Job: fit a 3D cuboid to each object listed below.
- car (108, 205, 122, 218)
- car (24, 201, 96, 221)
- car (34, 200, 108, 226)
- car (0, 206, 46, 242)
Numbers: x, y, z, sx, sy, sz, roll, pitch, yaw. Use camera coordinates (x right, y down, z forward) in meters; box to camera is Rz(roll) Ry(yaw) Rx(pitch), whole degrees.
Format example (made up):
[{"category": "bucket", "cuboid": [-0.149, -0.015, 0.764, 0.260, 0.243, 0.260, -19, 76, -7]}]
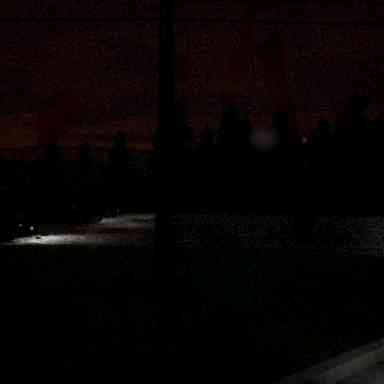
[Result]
[{"category": "car", "cuboid": [-8.768, 1.450, 29.664, 5.008, 1.535, 1.882, 0, 0, -1]}, {"category": "car", "cuboid": [-10.250, 1.459, 26.142, 4.892, 1.490, 1.837, 1, 0, -1]}, {"category": "car", "cuboid": [-8.672, 1.439, 22.665, 5.008, 1.535, 1.882, 0, 0, -1]}, {"category": "car", "cuboid": [-9.536, 1.506, 15.652, 4.181, 1.385, 1.994, 1, 0, -1]}]
